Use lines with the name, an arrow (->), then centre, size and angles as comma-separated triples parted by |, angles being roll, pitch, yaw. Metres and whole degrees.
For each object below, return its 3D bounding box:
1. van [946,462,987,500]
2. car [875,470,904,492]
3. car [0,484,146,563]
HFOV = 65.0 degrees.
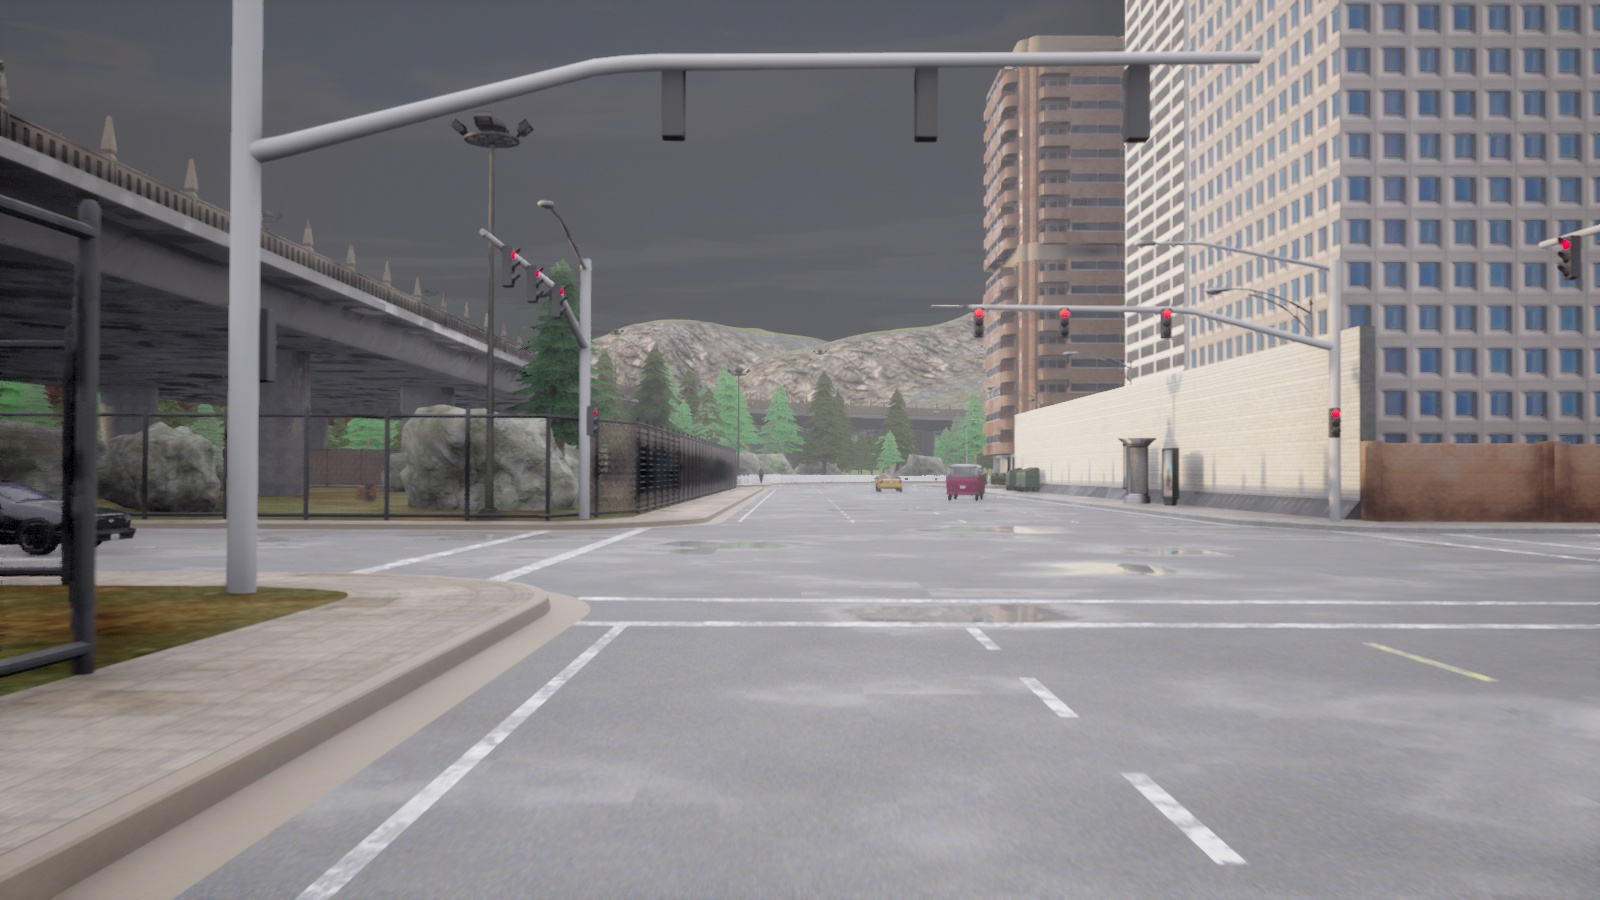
van -> 9.194, 1.688, 69.220 | 1.775, 1.987, 4.442 | 0, -1, 14
car -> 6.765, 2.325, 95.582 | 1.801, 1.575, 5.366 | 0, -1, 0
car -> -15.763, 1.383, 24.091 | 5.357, 1.411, 2.033 | 0, -1, 0
